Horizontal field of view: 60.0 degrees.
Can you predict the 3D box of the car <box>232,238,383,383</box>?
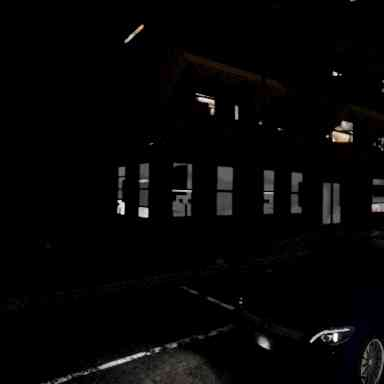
[{"bbox_3d":[2.764,1.540,5.338,4.674,1.442,1.812,0,0,-35],"label":"car"}]
